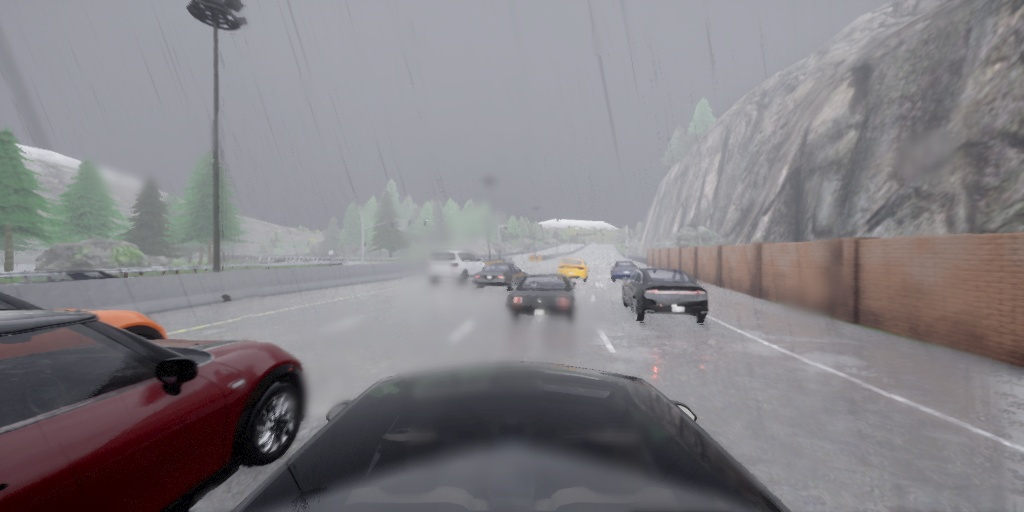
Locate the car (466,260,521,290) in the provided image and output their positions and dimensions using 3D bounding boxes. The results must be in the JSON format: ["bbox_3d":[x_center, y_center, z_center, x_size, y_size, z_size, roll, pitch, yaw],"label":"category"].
[{"bbox_3d":[-0.525,1.077,20.274,2.033,1.411,5.357,0,1,14],"label":"car"}]

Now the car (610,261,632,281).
[{"bbox_3d":[8.166,1.045,26.050,1.994,1.385,4.181,0,1,14],"label":"car"}]

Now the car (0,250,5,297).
[{"bbox_3d":[-23.598,0.784,13.045,2.150,2.045,5.566,0,1,8],"label":"car"}]

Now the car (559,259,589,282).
[{"bbox_3d":[4.512,0.951,25.978,1.882,1.535,5.008,0,1,14],"label":"car"}]

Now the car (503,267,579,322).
[{"bbox_3d":[1.178,1.234,11.864,1.895,1.301,4.718,0,1,10],"label":"car"}]

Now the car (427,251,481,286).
[{"bbox_3d":[-3.416,0.711,23.107,2.150,2.045,5.566,0,1,14],"label":"car"}]

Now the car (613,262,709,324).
[{"bbox_3d":[4.706,1.134,11.580,2.128,1.511,4.902,0,1,10],"label":"car"}]

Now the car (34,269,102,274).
[{"bbox_3d":[-6.694,1.060,3.949,2.097,1.767,4.553,0,1,2],"label":"car"}]

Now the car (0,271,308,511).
[{"bbox_3d":[-3.273,1.091,2.039,2.097,1.767,4.553,0,1,0],"label":"car"}]
